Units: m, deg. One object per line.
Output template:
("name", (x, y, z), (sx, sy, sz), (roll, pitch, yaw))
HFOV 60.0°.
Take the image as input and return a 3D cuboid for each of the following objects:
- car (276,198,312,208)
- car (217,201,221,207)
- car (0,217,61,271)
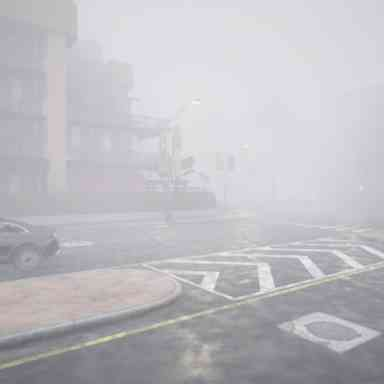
("car", (14.997, 1.543, 48.962), (2.033, 1.411, 5.357), (0, 0, -35))
("car", (2.165, 1.488, 48.636), (2.128, 1.511, 4.902), (0, 0, -35))
("car", (-6.287, 1.492, 9.299), (4.902, 1.511, 2.128), (0, 0, -35))
